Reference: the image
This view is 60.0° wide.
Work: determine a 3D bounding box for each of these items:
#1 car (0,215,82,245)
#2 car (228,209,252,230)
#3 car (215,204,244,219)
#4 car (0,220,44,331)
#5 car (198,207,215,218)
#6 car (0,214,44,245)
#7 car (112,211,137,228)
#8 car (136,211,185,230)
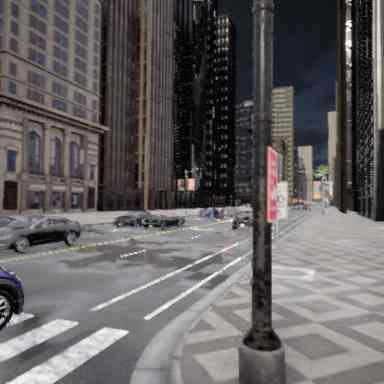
[{"bbox_3d":[-7.349,1.869,15.639,2.128,1.511,4.902,0,-2,22],"label":"car"},{"bbox_3d":[4.843,2.415,28.193,1.837,1.490,4.892,0,-2,22],"label":"car"},{"bbox_3d":[5.317,2.820,46.728,2.097,1.767,4.553,0,-2,22],"label":"car"},{"bbox_3d":[-4.699,1.418,4.578,2.097,1.767,4.553,0,-2,22],"label":"car"},{"bbox_3d":[2.457,2.977,48.310,1.882,1.535,5.008,0,-2,22],"label":"car"},{"bbox_3d":[-10.392,1.927,16.782,2.033,1.411,5.357,0,-2,22],"label":"car"},{"bbox_3d":[-5.009,2.392,30.098,2.033,1.411,5.357,0,-2,22],"label":"car"},{"bbox_3d":[-2.373,2.407,27.935,1.895,1.301,4.718,0,-2,23],"label":"car"}]
